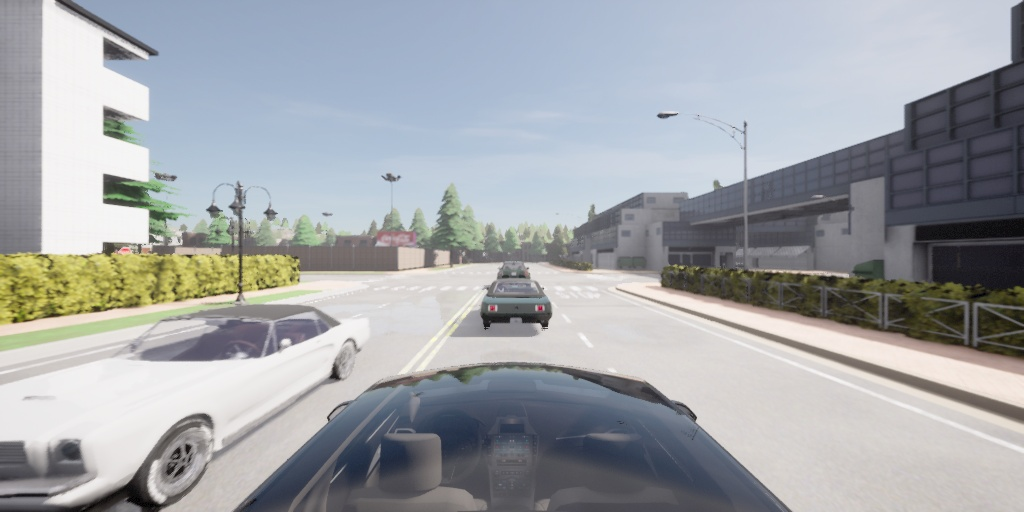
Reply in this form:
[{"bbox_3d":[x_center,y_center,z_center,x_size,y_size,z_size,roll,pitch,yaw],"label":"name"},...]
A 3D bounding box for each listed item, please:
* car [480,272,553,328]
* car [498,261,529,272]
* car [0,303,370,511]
[{"bbox_3d":[0.103,1.369,11.385,1.895,1.301,4.718,0,0,0],"label":"car"},{"bbox_3d":[0.109,1.146,24.168,2.097,1.767,4.553,0,0,0],"label":"car"},{"bbox_3d":[-3.593,1.356,4.484,1.895,1.301,4.718,0,0,0],"label":"car"}]
